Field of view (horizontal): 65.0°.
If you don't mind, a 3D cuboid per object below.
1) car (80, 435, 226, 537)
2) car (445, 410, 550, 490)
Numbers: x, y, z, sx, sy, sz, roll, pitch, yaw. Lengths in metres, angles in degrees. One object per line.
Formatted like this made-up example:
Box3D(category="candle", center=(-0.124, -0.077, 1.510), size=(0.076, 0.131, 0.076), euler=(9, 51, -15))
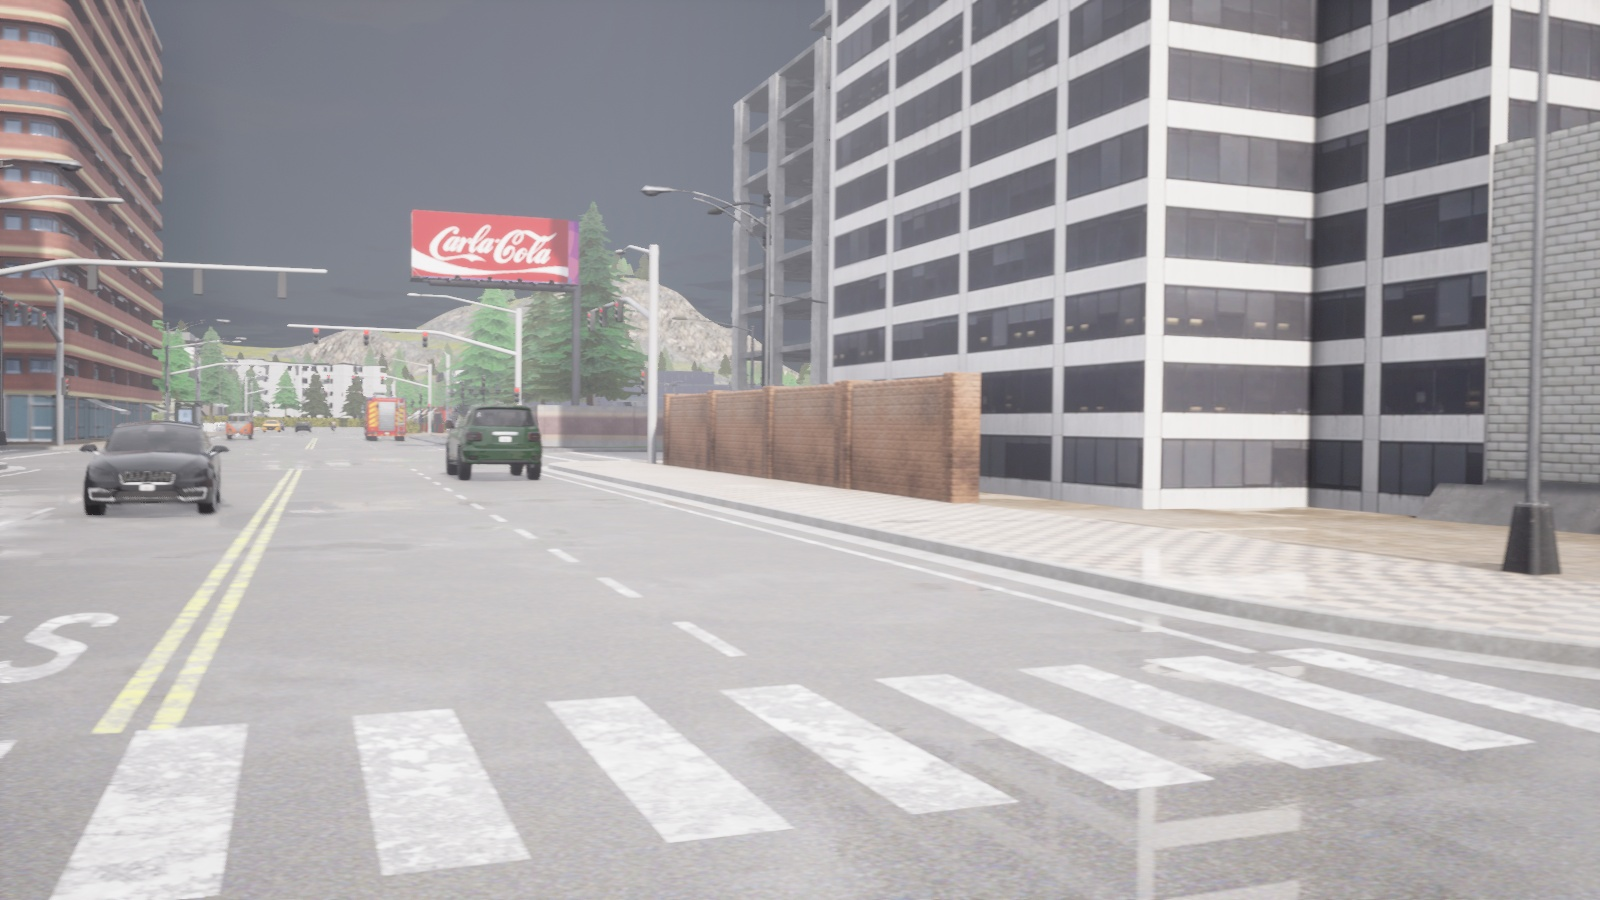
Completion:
Box3D(category="car", center=(-10.892, 0.510, 21.436), size=(1.837, 1.490, 4.892), euler=(-1, 1, -23))
Box3D(category="car", center=(-8.589, -0.061, 35.224), size=(2.150, 2.045, 5.566), euler=(-1, 1, -21))
